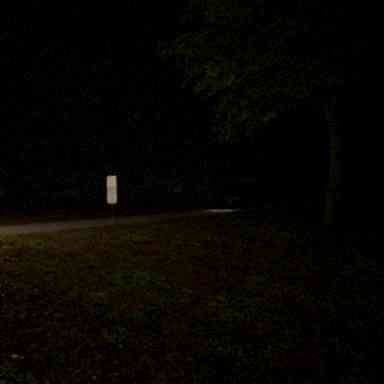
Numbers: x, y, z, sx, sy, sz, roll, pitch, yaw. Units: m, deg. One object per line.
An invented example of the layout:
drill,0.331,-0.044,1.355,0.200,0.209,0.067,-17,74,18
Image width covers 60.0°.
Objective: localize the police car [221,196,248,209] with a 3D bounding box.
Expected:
police car,5.521,1.332,43.541,1.930,1.638,5.238,-2,-1,35
